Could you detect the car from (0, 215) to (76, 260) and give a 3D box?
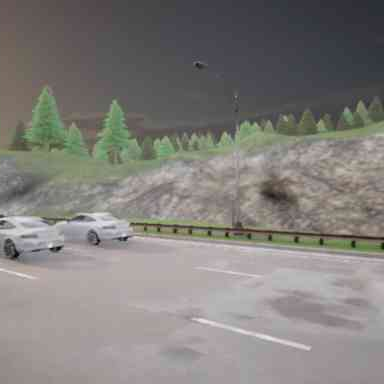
[{"bbox_3d":[-6.893,1.681,13.145,4.674,1.442,1.812,-1,0,36],"label":"car"}]

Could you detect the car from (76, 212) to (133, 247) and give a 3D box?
[{"bbox_3d":[-4.855,1.681,15.991,4.674,1.442,1.812,-1,0,36],"label":"car"}]
